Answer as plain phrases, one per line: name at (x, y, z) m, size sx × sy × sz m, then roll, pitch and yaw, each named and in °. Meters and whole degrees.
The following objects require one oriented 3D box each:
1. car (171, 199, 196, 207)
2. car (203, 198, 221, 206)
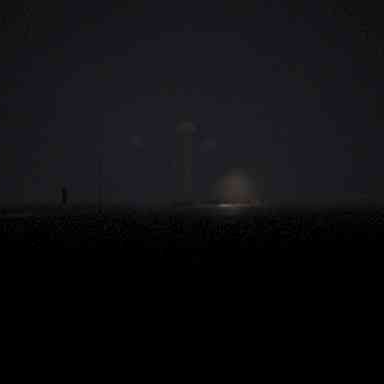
car at (-1.501, 2.028, 60.257) m, size 2.033 × 1.411 × 5.357 m, roll 0°, pitch 0°, yaw 36°
car at (4.201, 2.046, 68.290) m, size 1.837 × 1.490 × 4.892 m, roll 0°, pitch 0°, yaw 36°
